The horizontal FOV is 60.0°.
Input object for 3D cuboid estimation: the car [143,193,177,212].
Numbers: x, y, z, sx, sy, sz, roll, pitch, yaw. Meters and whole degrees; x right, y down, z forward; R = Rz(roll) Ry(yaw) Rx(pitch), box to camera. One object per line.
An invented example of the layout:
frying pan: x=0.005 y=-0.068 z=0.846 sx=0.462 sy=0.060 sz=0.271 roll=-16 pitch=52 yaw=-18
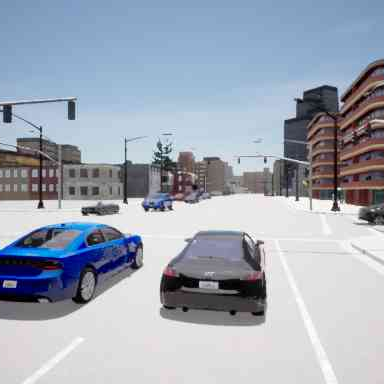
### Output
car: x=-3.724 y=1.171 z=37.746 sx=2.150 sy=2.045 sz=5.566 roll=0 pitch=0 yaw=11

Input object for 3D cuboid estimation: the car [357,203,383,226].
car: x=13.950 y=1.506 z=22.626 sx=4.892 sy=1.490 sz=1.837 roll=0 pitch=0 yaw=11

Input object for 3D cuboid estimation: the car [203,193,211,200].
car: x=3.016 y=0.969 z=71.846 sx=1.812 sy=1.442 sz=4.674 roll=0 pitch=1 yaw=11

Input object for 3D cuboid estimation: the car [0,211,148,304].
car: x=-2.747 y=1.478 z=8.312 sx=1.882 sy=1.535 sz=5.008 roll=0 pitch=0 yaw=11

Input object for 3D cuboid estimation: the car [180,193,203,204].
car: x=0.014 y=1.263 z=56.811 sx=2.033 sy=1.411 sz=5.357 roll=0 pitch=1 yaw=11

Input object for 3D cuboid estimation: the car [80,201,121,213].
car: x=-8.650 y=1.562 z=31.736 sx=1.895 sy=1.301 sz=4.718 roll=0 pitch=0 yaw=13

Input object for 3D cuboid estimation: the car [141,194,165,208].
car: x=-5.419 y=1.223 z=47.247 sx=2.097 sy=1.767 sz=4.553 roll=0 pitch=1 yaw=11

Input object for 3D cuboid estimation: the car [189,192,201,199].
car: x=0.742 y=0.843 z=78.505 sx=2.033 sy=1.411 sz=5.357 roll=0 pitch=1 yaw=11

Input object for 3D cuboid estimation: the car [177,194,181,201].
car: x=-2.281 y=1.088 z=63.211 sx=1.882 sy=1.535 sz=5.008 roll=0 pitch=1 yaw=11

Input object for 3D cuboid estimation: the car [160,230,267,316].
car: x=0.690 y=1.564 z=7.665 sx=1.994 sy=1.385 sz=4.181 roll=0 pitch=0 yaw=12
